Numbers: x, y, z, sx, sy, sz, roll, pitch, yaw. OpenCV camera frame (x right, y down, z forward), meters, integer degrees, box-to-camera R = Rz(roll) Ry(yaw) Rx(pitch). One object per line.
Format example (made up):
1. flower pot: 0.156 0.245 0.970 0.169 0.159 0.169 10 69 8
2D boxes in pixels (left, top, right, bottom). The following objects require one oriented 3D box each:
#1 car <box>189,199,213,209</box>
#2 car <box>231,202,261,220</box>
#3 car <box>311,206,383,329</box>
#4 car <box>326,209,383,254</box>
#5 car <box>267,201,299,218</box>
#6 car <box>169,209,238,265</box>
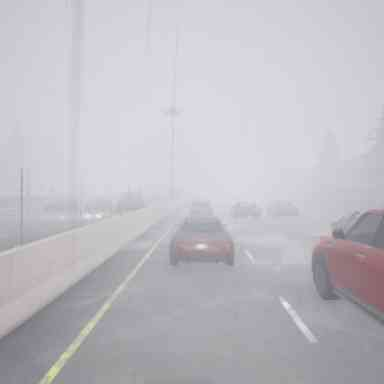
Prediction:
1. car: 0.779 1.333 28.451 2.128 1.511 4.902 0 0 2
2. car: 4.233 1.458 26.767 1.895 1.301 4.718 0 0 2
3. car: 3.656 1.199 5.042 2.150 2.045 5.566 0 0 1
4. car: 7.394 1.499 13.853 1.994 1.385 4.181 0 0 2
5. car: 7.791 1.417 28.760 1.994 1.385 4.181 0 0 2
6. car: 0.329 1.501 11.458 1.994 1.385 4.181 0 0 1
